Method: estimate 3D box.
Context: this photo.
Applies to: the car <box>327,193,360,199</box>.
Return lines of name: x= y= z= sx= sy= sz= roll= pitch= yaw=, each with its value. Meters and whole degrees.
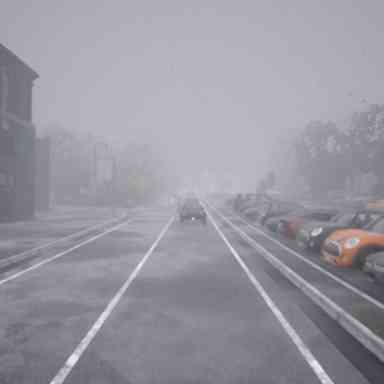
car: x=19.823 y=1.148 z=41.206 sx=4.674 sy=1.452 sz=2.002 roll=0 pitch=2 yaw=0

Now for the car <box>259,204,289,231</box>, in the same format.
car: x=6.536 y=1.623 z=18.823 sx=4.792 sy=1.488 sz=2.163 roll=0 pitch=0 yaw=0

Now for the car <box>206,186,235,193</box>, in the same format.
car: x=6.773 y=0.130 z=79.251 sx=5.566 sy=2.045 sz=2.435 roll=0 pitch=2 yaw=0

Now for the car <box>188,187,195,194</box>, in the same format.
car: x=-0.086 y=-0.526 z=94.357 sx=2.097 sy=1.767 sz=4.553 roll=0 pitch=2 yaw=0

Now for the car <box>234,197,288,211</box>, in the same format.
car: x=6.646 y=1.438 z=29.970 sx=4.892 sy=1.521 sz=2.231 roll=0 pitch=1 yaw=0

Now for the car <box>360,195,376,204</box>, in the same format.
car: x=19.940 y=1.361 z=32.718 sx=5.366 sy=1.575 sz=1.946 roll=0 pitch=1 yaw=0

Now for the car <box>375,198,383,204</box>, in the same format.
car: x=19.918 y=1.427 z=29.923 sx=5.366 sy=1.575 sz=1.946 roll=0 pitch=1 yaw=0

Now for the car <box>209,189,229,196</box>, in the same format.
car: x=6.790 y=0.157 z=84.809 sx=4.892 sy=1.521 sz=2.231 roll=0 pitch=2 yaw=0

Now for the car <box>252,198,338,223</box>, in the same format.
car: x=6.556 y=1.442 z=21.609 sx=4.553 sy=1.767 sz=2.185 roll=0 pitch=1 yaw=0

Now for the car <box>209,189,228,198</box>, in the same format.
car: x=6.677 y=0.635 z=73.715 sx=4.792 sy=1.488 sz=2.163 roll=0 pitch=2 yaw=0

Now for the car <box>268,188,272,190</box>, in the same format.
car: x=19.818 y=0.470 z=73.741 sx=4.553 sy=1.767 sz=2.185 roll=0 pitch=2 yaw=0

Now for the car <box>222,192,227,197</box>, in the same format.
car: x=6.732 y=1.057 z=43.897 sx=4.792 sy=1.488 sz=2.163 roll=0 pitch=2 yaw=0

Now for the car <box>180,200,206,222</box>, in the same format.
car: x=0.074 y=1.608 z=26.101 sx=1.895 sy=1.301 sz=4.718 roll=0 pitch=0 yaw=0

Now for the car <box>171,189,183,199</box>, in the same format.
car: x=-3.342 y=0.312 z=71.666 sx=2.150 sy=2.045 sz=5.566 roll=0 pitch=2 yaw=0

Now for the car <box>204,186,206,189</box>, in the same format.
car: x=6.658 y=-0.186 z=93.252 sx=5.366 sy=1.575 sz=1.946 roll=0 pitch=2 yaw=0

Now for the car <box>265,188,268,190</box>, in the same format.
car: x=19.776 y=0.518 z=76.391 sx=4.792 sy=1.488 sz=2.163 roll=0 pitch=2 yaw=0

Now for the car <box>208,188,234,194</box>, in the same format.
car: x=6.731 y=0.493 z=76.487 sx=5.008 sy=1.535 sz=2.097 roll=0 pitch=2 yaw=0

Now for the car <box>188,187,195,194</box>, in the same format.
car: x=-0.097 y=0.127 z=84.367 sx=1.837 sy=1.490 sz=4.892 roll=0 pitch=2 yaw=0

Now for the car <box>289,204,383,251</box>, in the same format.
car: x=6.553 y=1.493 z=13.247 sx=4.553 sy=1.767 sz=2.185 roll=0 pitch=0 yaw=0

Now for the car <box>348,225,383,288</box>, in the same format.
car: x=6.481 y=1.648 z=7.679 sx=4.674 sy=1.452 sz=2.002 roll=0 pitch=0 yaw=0

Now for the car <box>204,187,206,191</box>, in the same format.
car: x=6.618 y=0.041 z=87.584 sx=5.366 sy=1.575 sz=1.946 roll=0 pitch=2 yaw=0

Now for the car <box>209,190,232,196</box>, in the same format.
car: x=6.950 y=0.266 z=82.034 sx=5.366 sy=1.575 sz=1.946 roll=0 pitch=2 yaw=0

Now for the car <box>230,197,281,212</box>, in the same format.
car: x=6.691 y=1.296 z=35.551 sx=5.008 sy=1.535 sz=2.097 roll=0 pitch=1 yaw=0

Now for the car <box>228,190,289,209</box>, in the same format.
car: x=6.703 y=1.120 z=32.752 sx=5.566 sy=2.045 sz=2.435 roll=0 pitch=1 yaw=0

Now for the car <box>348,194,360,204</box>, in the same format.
car: x=19.805 y=1.318 z=35.511 sx=4.792 sy=1.488 sz=2.163 roll=0 pitch=2 yaw=0

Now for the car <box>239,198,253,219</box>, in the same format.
car: x=6.602 y=1.522 z=27.192 sx=4.792 sy=1.488 sz=2.163 roll=0 pitch=1 yaw=0

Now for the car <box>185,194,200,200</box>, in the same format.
car: x=0.047 y=1.359 z=44.528 sx=2.128 sy=1.511 sz=4.902 roll=0 pitch=1 yaw=0

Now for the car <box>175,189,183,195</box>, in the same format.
car: x=-3.345 y=0.025 z=87.530 sx=1.812 sy=1.442 sz=4.674 roll=0 pitch=2 yaw=0

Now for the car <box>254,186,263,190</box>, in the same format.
car: x=19.911 y=-0.211 z=87.449 sx=5.566 sy=2.045 sz=2.435 roll=0 pitch=2 yaw=0

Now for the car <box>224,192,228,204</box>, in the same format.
car: x=6.769 y=1.149 z=41.114 sx=4.792 sy=1.488 sz=2.163 roll=0 pitch=2 yaw=0

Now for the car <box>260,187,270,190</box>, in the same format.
car: x=19.658 y=0.261 z=81.926 sx=5.366 sy=1.575 sz=1.946 roll=0 pitch=2 yaw=0

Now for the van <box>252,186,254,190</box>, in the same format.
van: x=20.039 y=-0.413 z=93.109 sx=4.442 sy=1.987 sz=1.878 roll=0 pitch=2 yaw=0

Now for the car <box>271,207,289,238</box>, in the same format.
car: x=6.573 y=1.639 z=16.035 sx=4.792 sy=1.488 sz=2.163 roll=0 pitch=0 yaw=0

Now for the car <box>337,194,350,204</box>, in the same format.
car: x=19.802 y=1.240 z=38.422 sx=4.674 sy=1.452 sz=2.002 roll=0 pitch=2 yaw=0

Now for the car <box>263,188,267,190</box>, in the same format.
car: x=19.822 y=0.416 z=79.159 sx=4.674 sy=1.452 sz=2.002 roll=0 pitch=2 yaw=0

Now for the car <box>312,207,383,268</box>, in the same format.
car: x=6.531 y=1.492 z=10.467 sx=4.553 sy=1.767 sz=2.185 roll=0 pitch=0 yaw=0

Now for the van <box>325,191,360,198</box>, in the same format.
van: x=19.715 y=0.796 z=43.870 sx=4.442 sy=1.987 sz=1.878 roll=-1 pitch=2 yaw=0
